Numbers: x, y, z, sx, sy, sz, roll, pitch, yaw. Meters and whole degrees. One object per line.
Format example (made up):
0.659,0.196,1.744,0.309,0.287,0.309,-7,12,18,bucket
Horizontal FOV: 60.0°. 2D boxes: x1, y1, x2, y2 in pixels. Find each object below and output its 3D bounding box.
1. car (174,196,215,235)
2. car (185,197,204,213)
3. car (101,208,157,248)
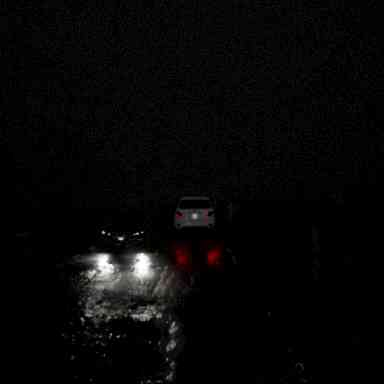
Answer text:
0.158,1.264,19.318,2.150,2.045,5.566,0,0,0,car
0.242,1.440,38.756,2.097,1.767,4.553,0,0,0,car
-2.700,1.543,15.102,1.837,1.490,4.892,0,0,0,car
